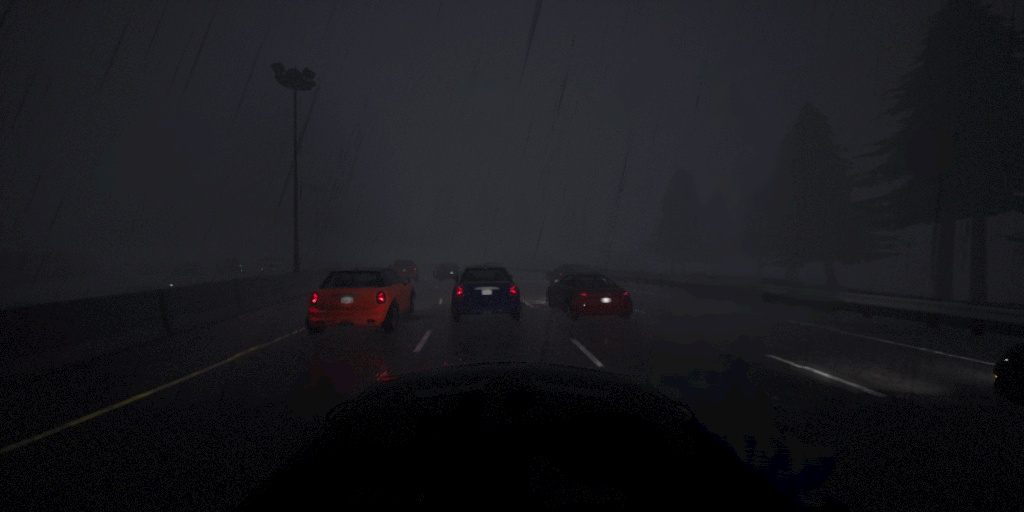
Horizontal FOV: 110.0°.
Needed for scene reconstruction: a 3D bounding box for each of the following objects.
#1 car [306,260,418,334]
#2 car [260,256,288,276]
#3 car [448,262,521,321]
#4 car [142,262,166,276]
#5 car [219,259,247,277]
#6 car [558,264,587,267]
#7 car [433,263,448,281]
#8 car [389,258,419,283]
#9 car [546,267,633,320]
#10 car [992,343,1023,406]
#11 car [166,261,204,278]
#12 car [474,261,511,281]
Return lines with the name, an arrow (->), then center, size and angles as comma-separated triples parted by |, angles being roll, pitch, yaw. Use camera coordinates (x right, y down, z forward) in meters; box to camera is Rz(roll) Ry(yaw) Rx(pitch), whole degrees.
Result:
car -> -4.296, 1.098, 10.914 | 2.097, 1.767, 4.553 | 0, 0, -7
car -> -25.358, 0.998, 38.243 | 2.150, 2.045, 5.566 | 0, 0, -33
car -> -0.996, 1.076, 12.567 | 2.097, 1.767, 4.553 | 0, 0, -7
car -> -40.065, 1.391, 40.258 | 2.033, 1.411, 5.357 | 0, 0, -42
car -> -28.913, 1.147, 37.221 | 2.097, 1.767, 4.553 | -1, 0, -35
car -> 3.928, 1.214, 23.738 | 2.033, 1.411, 5.357 | 0, 0, -15
car -> -5.338, 1.261, 29.629 | 1.994, 1.385, 4.181 | 0, 0, -19
car -> -8.778, 1.069, 28.857 | 2.097, 1.767, 4.553 | 0, 0, -20
car -> 2.523, 1.270, 12.586 | 1.994, 1.385, 4.181 | 0, 0, -7
car -> 6.844, 1.219, 2.316 | 1.837, 1.490, 4.892 | 0, 0, 0
car -> -31.571, 1.293, 34.943 | 1.882, 1.535, 5.008 | 0, 0, -34
car -> -1.723, 1.204, 29.917 | 1.812, 1.442, 4.674 | 0, 0, -19
